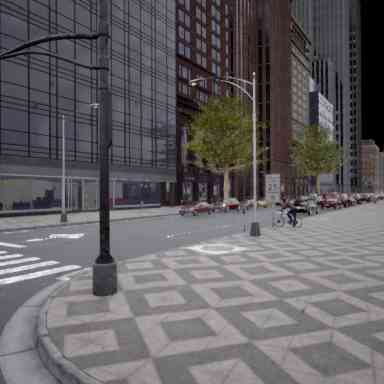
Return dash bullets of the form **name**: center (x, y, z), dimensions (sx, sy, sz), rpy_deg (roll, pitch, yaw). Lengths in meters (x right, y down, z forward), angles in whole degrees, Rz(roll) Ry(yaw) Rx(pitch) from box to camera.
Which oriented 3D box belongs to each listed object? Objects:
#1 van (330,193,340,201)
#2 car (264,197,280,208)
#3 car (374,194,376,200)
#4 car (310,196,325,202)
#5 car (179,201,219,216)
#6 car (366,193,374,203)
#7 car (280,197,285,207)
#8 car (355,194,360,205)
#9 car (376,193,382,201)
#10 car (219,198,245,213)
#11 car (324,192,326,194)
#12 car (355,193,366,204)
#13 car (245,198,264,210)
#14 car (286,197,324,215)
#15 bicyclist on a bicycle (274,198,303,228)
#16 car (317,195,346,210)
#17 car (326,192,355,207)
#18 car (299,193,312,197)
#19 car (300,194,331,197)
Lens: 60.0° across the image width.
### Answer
- **van**: center (35.647, 1.186, 82.803), dimensions (1.690, 1.788, 3.998), rpy_deg (-1, 0, 35)
- **car**: center (9.981, 1.426, 45.492), dimensions (1.752, 1.417, 4.829), rpy_deg (0, 0, 35)
- **car**: center (36.370, 1.303, 68.809), dimensions (1.752, 1.417, 4.829), rpy_deg (-1, 0, 35)
- **car**: center (26.061, 1.419, 68.864), dimensions (1.947, 1.339, 4.313), rpy_deg (0, 0, 35)
- **car**: center (0.489, 1.524, 31.694), dimensions (1.802, 1.307, 4.206), rpy_deg (0, 0, 35)
- **car**: center (33.077, 1.100, 64.024), dimensions (2.192, 1.841, 5.009), rpy_deg (0, 0, 35)
- **car**: center (13.274, 1.456, 50.279), dimensions (1.947, 1.339, 4.313), rpy_deg (0, 0, 35)
- **car**: center (23.490, 1.378, 50.086), dimensions (1.947, 1.339, 4.313), rpy_deg (0, 0, 35)
- **car**: center (42.665, 1.359, 77.959), dimensions (1.802, 1.307, 4.206), rpy_deg (-1, 0, 35)
- **car**: center (3.684, 1.367, 36.340), dimensions (1.967, 1.590, 4.097), rpy_deg (0, 0, 35)
- **car**: center (22.214, 1.052, 52.768), dimensions (2.150, 2.045, 5.566), rpy_deg (-1, 0, 35)
- **car**: center (26.684, 1.118, 54.733), dimensions (2.192, 1.841, 5.009), rpy_deg (0, 0, 35)
- **car**: center (6.882, 1.495, 40.986), dimensions (1.802, 1.307, 4.206), rpy_deg (0, 0, 35)
- **car**: center (10.706, 1.424, 31.504), dimensions (1.947, 1.339, 4.313), rpy_deg (0, 0, 35)
- **bicyclist on a bicycle**: center (5.277, 1.177, 18.388), dimensions (1.656, 1.620, 0.582), rpy_deg (-1, 0, 35)
- **car**: center (17.097, 1.377, 40.796), dimensions (1.887, 1.381, 4.507), rpy_deg (0, 0, 35)
- **car**: center (20.293, 1.137, 45.442), dimensions (2.192, 1.841, 5.009), rpy_deg (0, 0, 35)
- **car**: center (19.667, 1.416, 59.571), dimensions (1.887, 1.381, 4.507), rpy_deg (0, 0, 35)
- **car**: center (16.527, 1.340, 44.502), dimensions (2.128, 1.511, 4.902), rpy_deg (-1, 0, 35)
